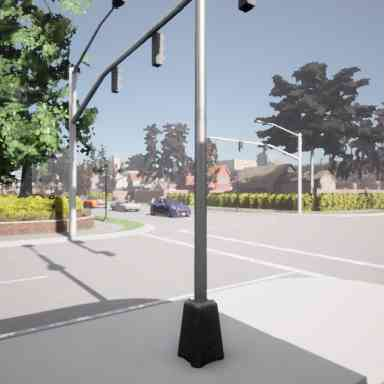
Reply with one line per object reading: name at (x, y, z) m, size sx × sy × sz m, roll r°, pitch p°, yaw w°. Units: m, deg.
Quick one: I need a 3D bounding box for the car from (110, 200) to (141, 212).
car at (-7.785, 1.600, 38.743) m, size 1.895 × 1.301 × 4.718 m, roll 0°, pitch 0°, yaw -36°

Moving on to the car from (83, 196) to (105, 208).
car at (-13.672, 1.351, 46.885) m, size 2.097 × 1.767 × 4.553 m, roll 0°, pitch 0°, yaw -36°

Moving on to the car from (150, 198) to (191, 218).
car at (-2.045, 1.351, 30.804) m, size 2.097 × 1.767 × 4.553 m, roll 0°, pitch 0°, yaw -36°
